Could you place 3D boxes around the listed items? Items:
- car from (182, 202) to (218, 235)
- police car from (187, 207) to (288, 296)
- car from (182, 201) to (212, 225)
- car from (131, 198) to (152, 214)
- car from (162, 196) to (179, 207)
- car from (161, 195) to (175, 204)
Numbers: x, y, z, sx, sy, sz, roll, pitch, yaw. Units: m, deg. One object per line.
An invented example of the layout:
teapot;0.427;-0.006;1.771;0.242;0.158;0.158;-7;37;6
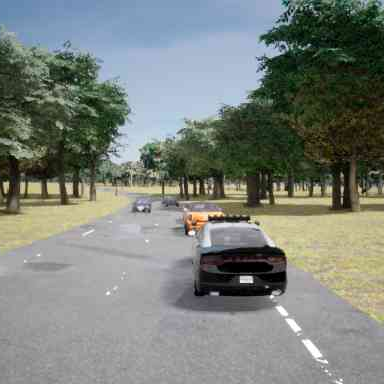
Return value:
car;0.602;1.321;18.680;2.097;1.767;4.553;0;0;-3
police car;0.950;1.416;8.757;1.930;1.638;5.238;0;0;-1
car;0.275;1.478;24.743;1.812;1.442;4.674;0;0;-4
car;-5.142;1.415;34.370;2.128;1.511;4.902;0;0;-5
car;-2.941;1.408;48.595;2.033;1.411;5.357;0;0;-6
car;-4.261;1.349;58.819;2.033;1.411;5.357;0;0;-9
